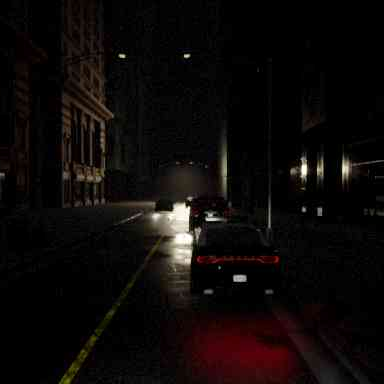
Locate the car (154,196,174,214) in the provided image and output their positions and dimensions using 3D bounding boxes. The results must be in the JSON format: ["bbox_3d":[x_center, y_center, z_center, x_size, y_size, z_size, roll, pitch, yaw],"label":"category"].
[{"bbox_3d":[-2.978,1.484,36.449,1.882,1.535,5.008,0,0,0],"label":"car"}]

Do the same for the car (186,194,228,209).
[{"bbox_3d":[0.911,1.225,18.773,2.150,2.045,5.566,0,0,0],"label":"car"}]

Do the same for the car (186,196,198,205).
[{"bbox_3d":[0.039,1.550,59.845,2.033,1.411,5.357,0,0,0],"label":"car"}]

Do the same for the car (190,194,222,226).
[{"bbox_3d":[0.915,1.228,24.773,2.150,2.045,5.566,0,0,0],"label":"car"}]

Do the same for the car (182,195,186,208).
[{"bbox_3d":[0.043,1.498,46.156,2.128,1.511,4.902,0,0,0],"label":"car"}]

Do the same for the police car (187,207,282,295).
[{"bbox_3d":[0.904,1.423,8.853,1.930,1.638,5.238,0,0,0],"label":"police car"}]
